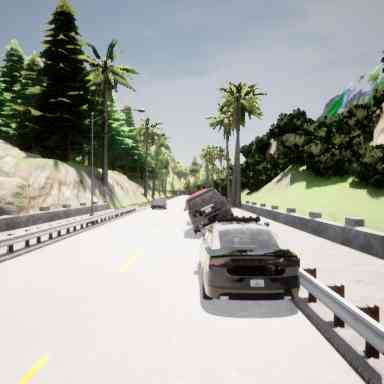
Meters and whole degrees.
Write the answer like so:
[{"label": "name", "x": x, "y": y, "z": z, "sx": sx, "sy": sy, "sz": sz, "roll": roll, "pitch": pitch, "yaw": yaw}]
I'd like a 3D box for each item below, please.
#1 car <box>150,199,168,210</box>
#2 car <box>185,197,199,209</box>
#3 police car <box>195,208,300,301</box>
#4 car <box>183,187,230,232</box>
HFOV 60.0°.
[{"label": "car", "x": -4.106, "y": 1.546, "z": 42.139, "sx": 2.033, "sy": 1.411, "sz": 5.357, "roll": 0, "pitch": 0, "yaw": 0}, {"label": "car", "x": 0.026, "y": 1.503, "z": 45.254, "sx": 1.837, "sy": 1.490, "sz": 4.892, "roll": 0, "pitch": 0, "yaw": 0}, {"label": "police car", "x": 1.158, "y": 1.425, "z": 8.521, "sx": 1.930, "sy": 1.638, "sz": 5.238, "roll": 0, "pitch": 0, "yaw": 0}, {"label": "car", "x": 0.818, "y": 0.954, "z": 18.435, "sx": 2.150, "sy": 2.045, "sz": 5.566, "roll": -25, "pitch": 0, "yaw": 0}]
